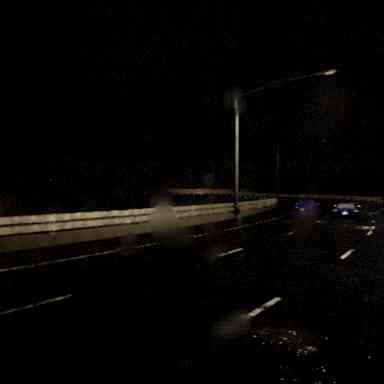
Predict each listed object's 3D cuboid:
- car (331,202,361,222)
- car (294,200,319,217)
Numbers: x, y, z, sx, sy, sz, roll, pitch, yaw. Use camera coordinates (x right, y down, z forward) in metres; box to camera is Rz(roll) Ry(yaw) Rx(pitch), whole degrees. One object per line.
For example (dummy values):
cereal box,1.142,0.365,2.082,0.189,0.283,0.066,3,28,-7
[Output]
car,12.048,1.487,25.879,1.994,1.385,4.181,0,0,28
car,10.608,1.427,30.729,1.812,1.442,4.674,0,0,26
